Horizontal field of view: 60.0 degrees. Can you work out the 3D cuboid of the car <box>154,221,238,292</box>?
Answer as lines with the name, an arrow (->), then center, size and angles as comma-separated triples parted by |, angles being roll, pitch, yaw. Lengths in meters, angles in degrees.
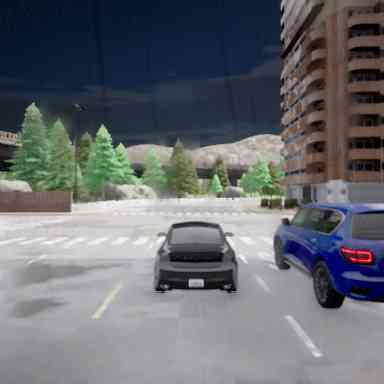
car -> 0.094, 1.536, 8.970 | 1.837, 1.490, 4.892 | 0, 0, 0

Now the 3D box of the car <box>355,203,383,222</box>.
car -> 16.462, 1.651, 27.703 | 4.892, 1.490, 1.837 | 0, 0, 0

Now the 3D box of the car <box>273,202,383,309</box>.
car -> 3.592, 1.248, 8.065 | 2.150, 2.045, 5.566 | 0, 0, 0
